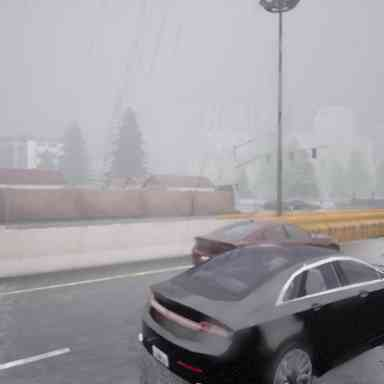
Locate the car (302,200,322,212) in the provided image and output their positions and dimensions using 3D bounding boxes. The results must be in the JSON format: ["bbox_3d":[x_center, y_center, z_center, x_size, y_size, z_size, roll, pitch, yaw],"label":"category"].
[{"bbox_3d":[14.680,1.831,43.953,1.837,1.490,4.892,0,0,-39],"label":"car"}]

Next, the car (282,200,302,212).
[{"bbox_3d":[10.870,1.777,41.374,2.128,1.511,4.902,1,0,-22],"label":"car"}]

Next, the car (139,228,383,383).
[{"bbox_3d":[1.641,1.528,4.916,4.902,1.511,2.128,1,0,-36],"label":"car"}]

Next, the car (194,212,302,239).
[{"bbox_3d":[2.333,1.542,9.703,5.008,1.535,1.882,1,0,-35],"label":"car"}]
